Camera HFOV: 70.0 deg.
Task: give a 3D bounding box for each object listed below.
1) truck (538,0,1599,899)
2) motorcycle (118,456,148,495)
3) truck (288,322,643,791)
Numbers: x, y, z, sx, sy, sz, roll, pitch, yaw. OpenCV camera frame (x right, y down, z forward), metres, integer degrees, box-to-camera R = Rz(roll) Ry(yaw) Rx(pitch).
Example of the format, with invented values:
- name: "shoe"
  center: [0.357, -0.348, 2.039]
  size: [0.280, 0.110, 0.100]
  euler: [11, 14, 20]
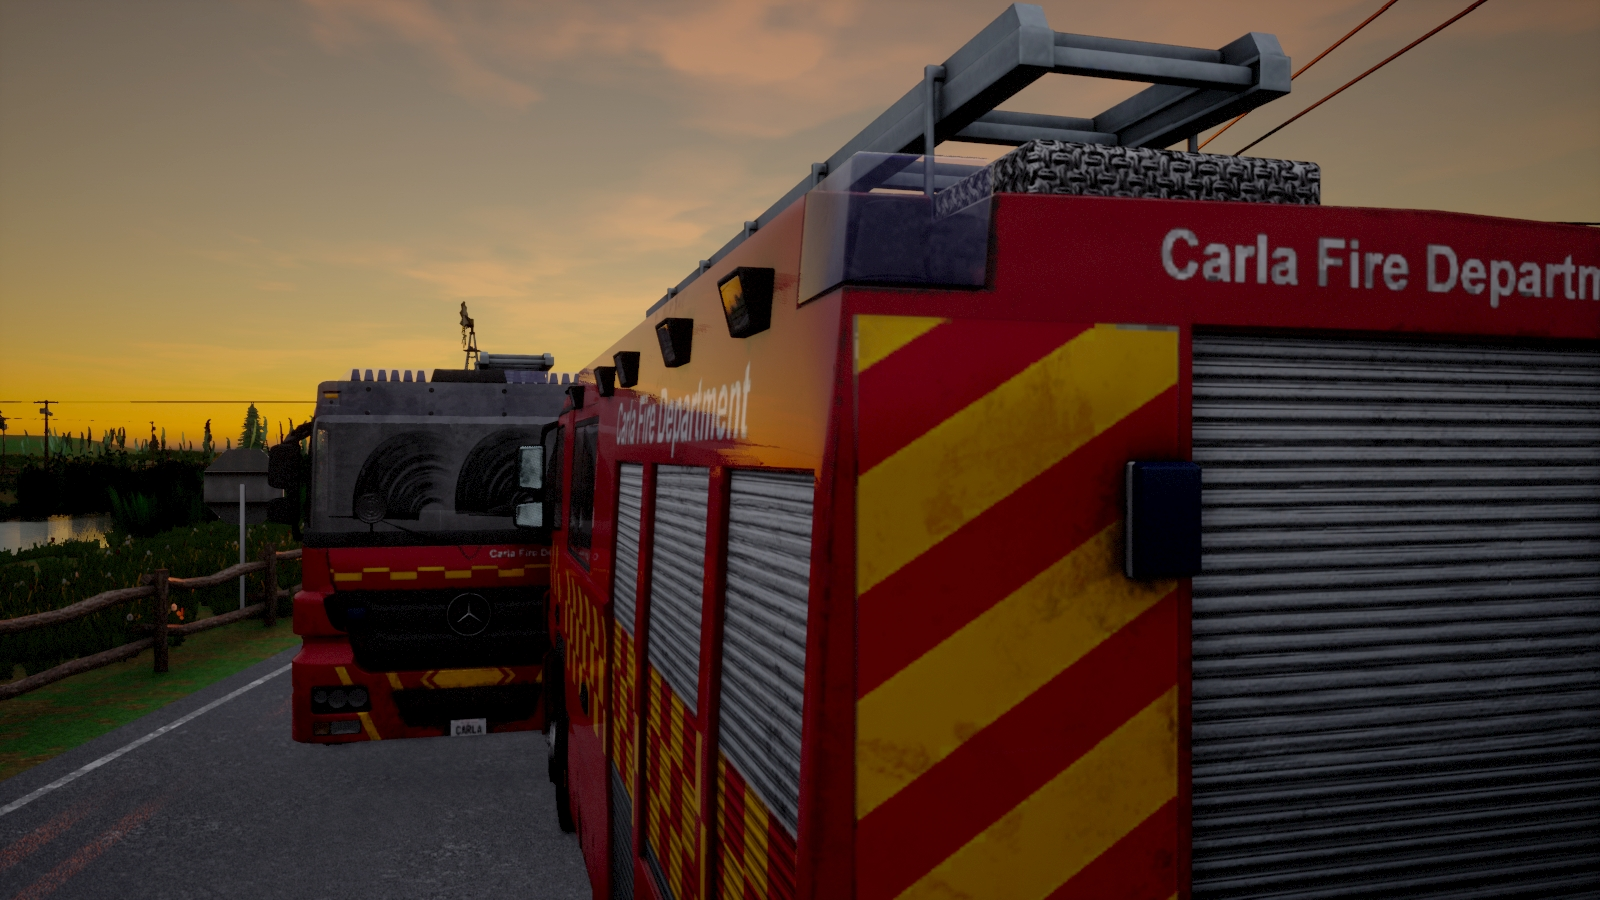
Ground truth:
- name: "truck"
  center: [0.135, 0.867, 6.870]
  size: [2.891, 3.827, 8.468]
  euler: [0, 0, -16]
- name: "motorcycle"
  center: [-41.464, 1.577, 71.043]
  size: [0.803, 2.348, 2.033]
  euler: [0, 0, -4]
- name: "truck"
  center: [-3.937, 0.862, 13.796]
  size: [2.891, 3.827, 8.468]
  euler: [0, 0, -16]
